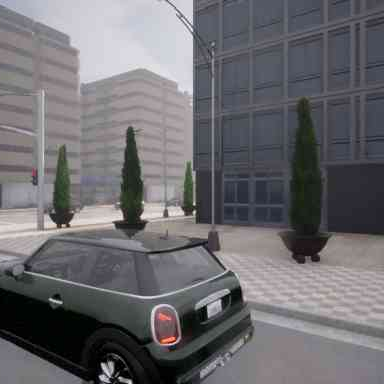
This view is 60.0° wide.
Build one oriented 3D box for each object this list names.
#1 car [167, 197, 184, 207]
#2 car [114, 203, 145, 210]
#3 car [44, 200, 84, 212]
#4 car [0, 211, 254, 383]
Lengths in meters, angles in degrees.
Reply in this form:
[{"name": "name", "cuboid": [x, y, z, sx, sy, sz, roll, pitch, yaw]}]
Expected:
[{"name": "car", "cuboid": [-2.250, 1.560, 52.741, 1.837, 1.490, 4.892, 0, 0, 35]}, {"name": "car", "cuboid": [-8.198, 1.581, 44.321, 1.812, 1.442, 4.674, 0, 0, 35]}, {"name": "car", "cuboid": [-14.093, 1.560, 35.981, 1.837, 1.490, 4.892, 0, 0, 35]}, {"name": "car", "cuboid": [-1.472, 1.352, 5.043, 4.553, 1.767, 2.097, 0, 0, 35]}]
